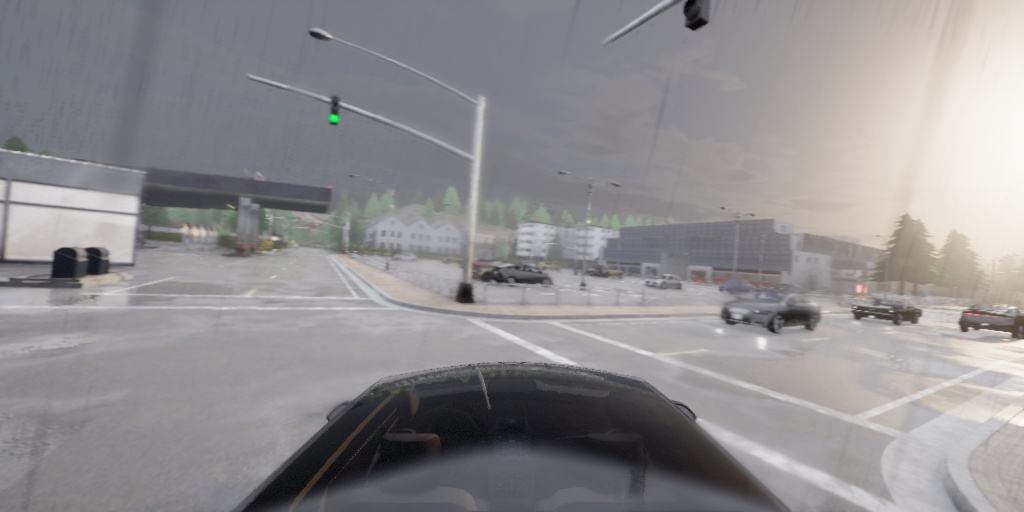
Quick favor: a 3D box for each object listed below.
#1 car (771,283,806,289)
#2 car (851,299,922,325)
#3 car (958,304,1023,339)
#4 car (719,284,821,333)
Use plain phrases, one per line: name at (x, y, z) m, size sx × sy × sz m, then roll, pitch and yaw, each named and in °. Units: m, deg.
car at (37.145, 4.471, 48.880) m, size 1.837 × 1.490 × 4.892 m, roll 5°, pitch 0°, yaw -29°
car at (21.817, 3.176, 20.873) m, size 4.718 × 1.301 × 1.895 m, roll 5°, pitch -1°, yaw -29°
car at (25.068, 3.295, 18.584) m, size 4.902 × 1.511 × 2.128 m, roll 5°, pitch -1°, yaw -29°
car at (10.529, 2.151, 14.506) m, size 4.902 × 1.511 × 2.128 m, roll 5°, pitch -1°, yaw -29°
